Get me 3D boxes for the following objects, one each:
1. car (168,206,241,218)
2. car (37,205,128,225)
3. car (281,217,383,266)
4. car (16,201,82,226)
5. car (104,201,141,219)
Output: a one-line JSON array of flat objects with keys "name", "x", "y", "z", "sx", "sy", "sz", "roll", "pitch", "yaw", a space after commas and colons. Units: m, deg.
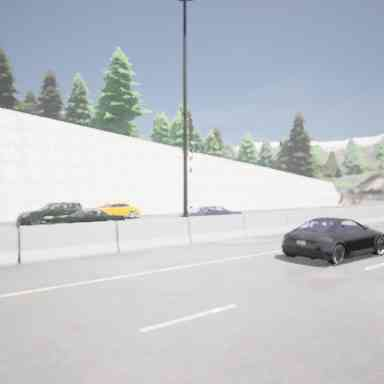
[{"name": "car", "x": 0.967, "y": 1.621, "z": 22.026, "sx": 5.357, "sy": 1.411, "sz": 2.033, "roll": 0, "pitch": 0, "yaw": -36}, {"name": "car", "x": -6.759, "y": 1.703, "z": 20.731, "sx": 4.718, "sy": 1.301, "sz": 1.895, "roll": 0, "pitch": 0, "yaw": -36}, {"name": "car", "x": 5.105, "y": 1.585, "z": 11.805, "sx": 4.181, "sy": 1.385, "sz": 1.994, "roll": 0, "pitch": 0, "yaw": -36}, {"name": "car", "x": -9.559, "y": 1.474, "z": 23.021, "sx": 4.553, "sy": 1.767, "sz": 2.097, "roll": 0, "pitch": 0, "yaw": -36}, {"name": "car", "x": -6.925, "y": 1.610, "z": 29.266, "sx": 5.008, "sy": 1.535, "sz": 1.882, "roll": 0, "pitch": 0, "yaw": -36}]
